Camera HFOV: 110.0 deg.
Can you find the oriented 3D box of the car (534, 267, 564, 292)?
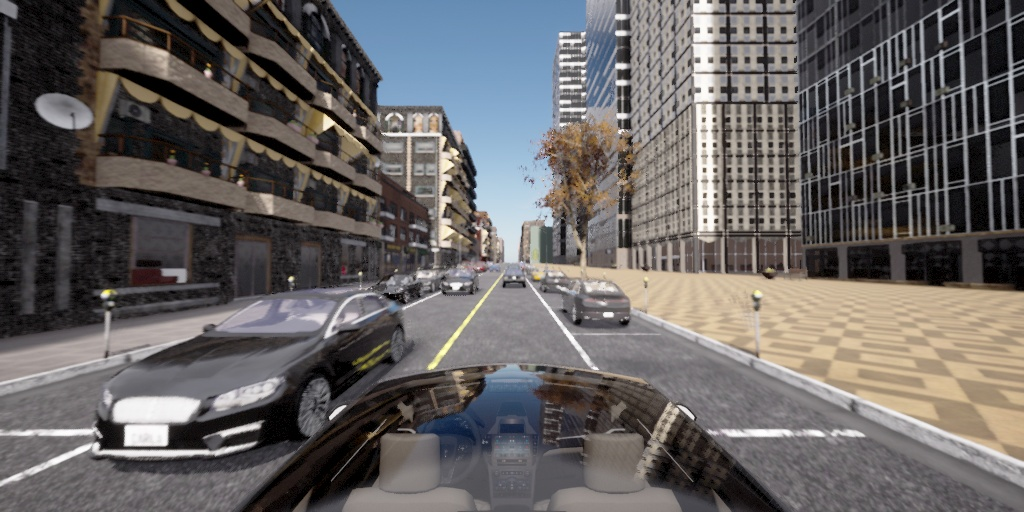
[{"bbox_3d":[2.724,1.599,23.401,2.007,1.370,4.403,0,0,0],"label":"car"}]

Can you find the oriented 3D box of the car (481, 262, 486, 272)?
[{"bbox_3d":[-5.593,1.906,62.399,2.192,1.841,5.009,0,0,0],"label":"car"}]

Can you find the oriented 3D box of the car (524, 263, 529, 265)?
[{"bbox_3d":[2.770,1.986,51.248,2.007,1.370,4.403,0,0,0],"label":"car"}]

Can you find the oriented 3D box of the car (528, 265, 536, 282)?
[{"bbox_3d":[2.743,1.728,34.710,1.751,1.417,4.829,0,0,0],"label":"car"}]

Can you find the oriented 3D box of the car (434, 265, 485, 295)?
[{"bbox_3d":[-3.073,1.519,22.088,2.128,1.511,4.902,0,-1,0],"label":"car"}]

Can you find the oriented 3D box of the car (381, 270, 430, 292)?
[{"bbox_3d":[-5.665,1.536,17.847,1.948,1.339,4.313,0,0,0],"label":"car"}]

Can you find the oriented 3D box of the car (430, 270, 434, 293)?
[{"bbox_3d":[-5.657,1.597,23.416,2.007,1.370,4.403,0,0,0],"label":"car"}]

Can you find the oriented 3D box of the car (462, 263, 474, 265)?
[{"bbox_3d":[-5.630,1.804,39.953,1.751,1.417,4.829,0,0,0],"label":"car"}]

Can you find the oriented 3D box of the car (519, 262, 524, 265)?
[{"bbox_3d":[0.168,1.827,45.153,1.882,1.535,5.008,0,-1,0],"label":"car"}]

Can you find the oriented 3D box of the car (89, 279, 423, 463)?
[{"bbox_3d":[-3.093,1.293,5.493,2.128,1.511,4.902,0,-1,0],"label":"car"}]

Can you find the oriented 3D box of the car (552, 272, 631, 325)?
[{"bbox_3d":[2.706,1.445,12.263,2.007,1.370,4.403,0,0,0],"label":"car"}]

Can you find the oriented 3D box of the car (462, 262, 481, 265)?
[{"bbox_3d":[-5.620,1.671,45.693,2.192,1.841,5.009,0,0,0],"label":"car"}]

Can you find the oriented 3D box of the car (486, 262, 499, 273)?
[{"bbox_3d":[-2.933,2.138,62.237,2.033,1.411,5.357,0,-1,1],"label":"car"}]

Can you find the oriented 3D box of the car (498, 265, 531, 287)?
[{"bbox_3d":[0.147,1.669,28.720,2.033,1.411,5.357,0,-1,0],"label":"car"}]
